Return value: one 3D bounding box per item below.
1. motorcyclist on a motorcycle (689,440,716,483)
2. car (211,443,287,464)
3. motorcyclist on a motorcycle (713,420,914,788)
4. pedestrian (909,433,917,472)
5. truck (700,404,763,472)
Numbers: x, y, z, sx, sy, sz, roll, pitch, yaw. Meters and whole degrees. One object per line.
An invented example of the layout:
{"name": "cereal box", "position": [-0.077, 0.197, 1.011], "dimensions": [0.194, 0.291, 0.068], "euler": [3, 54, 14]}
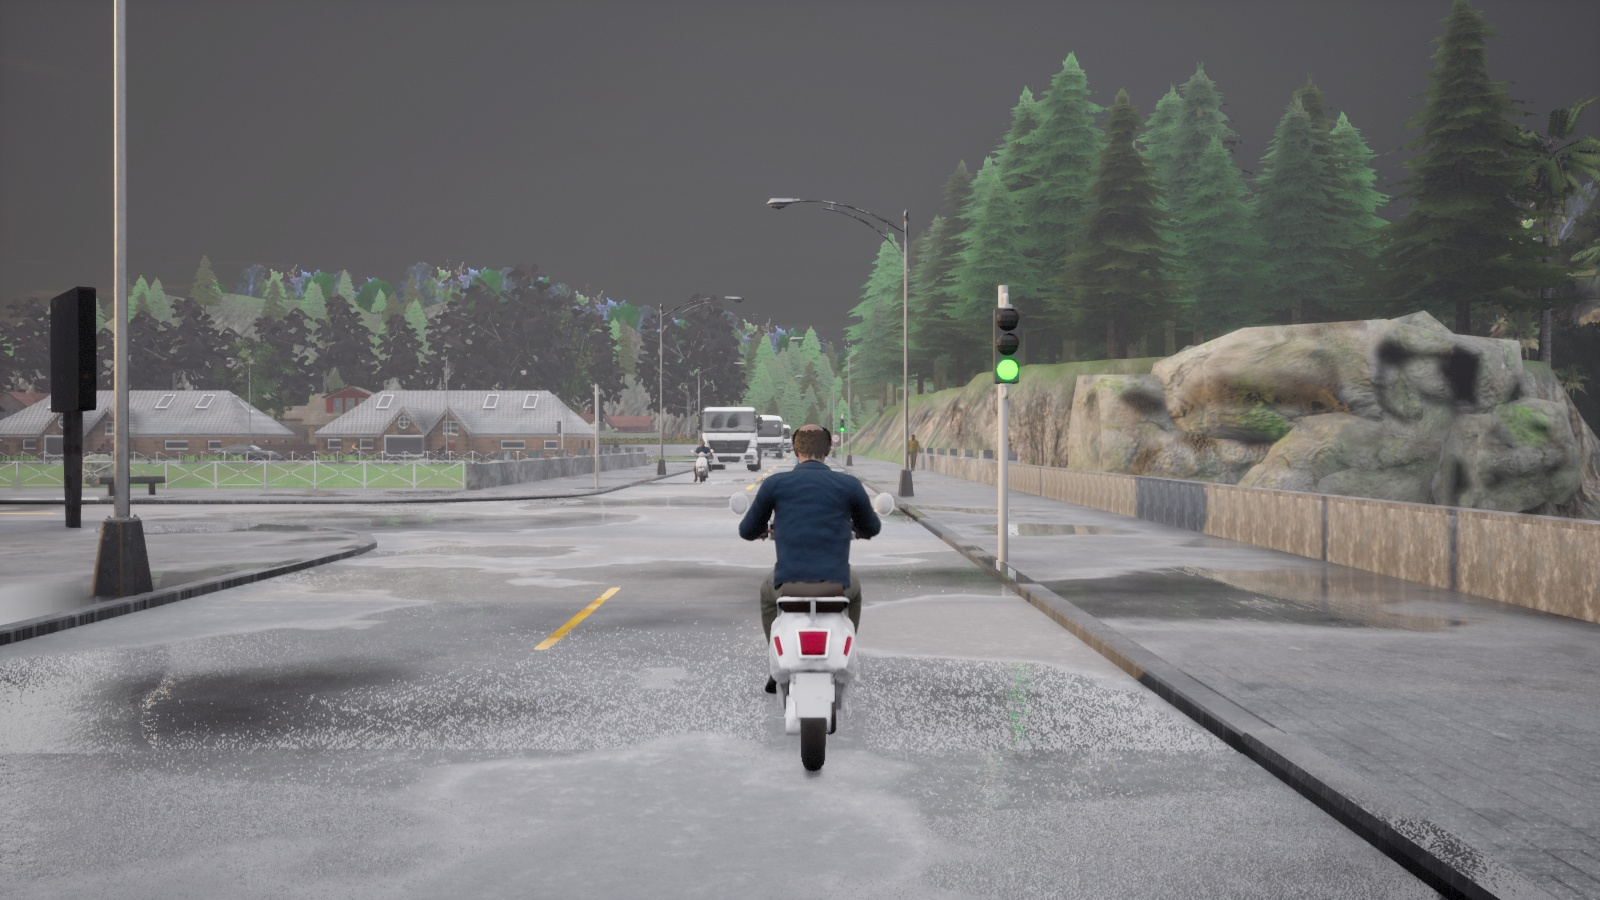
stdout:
{"name": "motorcyclist on a motorcycle", "position": [-3.717, 0.426, 48.000], "dimensions": [0.866, 1.590, 1.817], "euler": [0, 0, 0]}
{"name": "car", "position": [-39.674, 0.230, 90.481], "dimensions": [4.674, 1.442, 1.812], "euler": [0, 0, 0]}
{"name": "motorcyclist on a motorcycle", "position": [0.059, 0.665, 6.332], "dimensions": [0.866, 1.590, 1.817], "euler": [0, 0, 0]}
{"name": "pedestrian", "position": [5.437, 0.121, 60.259], "dimensions": [0.370, 1.835, 0.726], "euler": [0, 0, 4]}
{"name": "truck", "position": [-3.588, -0.621, 67.742], "dimensions": [2.891, 3.462, 7.936], "euler": [0, 0, 1]}
